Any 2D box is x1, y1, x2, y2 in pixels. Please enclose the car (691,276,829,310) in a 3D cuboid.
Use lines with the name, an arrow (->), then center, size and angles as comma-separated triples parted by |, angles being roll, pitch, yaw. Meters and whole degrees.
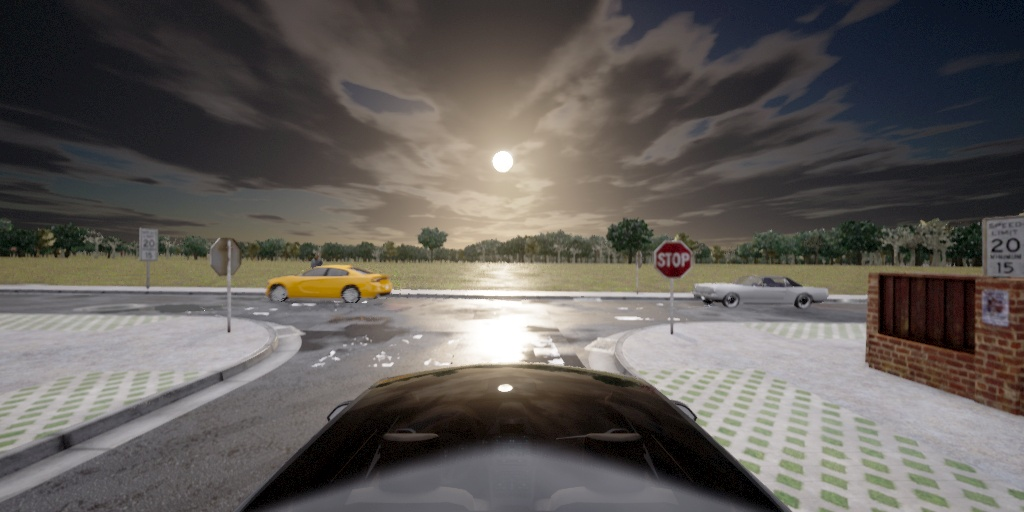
car -> 10.224, 1.474, 15.095 | 4.718, 1.301, 1.895 | 1, 0, -1

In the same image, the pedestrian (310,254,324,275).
pedestrian -> -9.739, 0.779, 17.835 | 0.375, 1.860, 0.375 | 0, -1, 0

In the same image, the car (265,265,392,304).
car -> -7.687, 1.128, 15.152 | 5.008, 1.535, 1.882 | 1, -1, 5
